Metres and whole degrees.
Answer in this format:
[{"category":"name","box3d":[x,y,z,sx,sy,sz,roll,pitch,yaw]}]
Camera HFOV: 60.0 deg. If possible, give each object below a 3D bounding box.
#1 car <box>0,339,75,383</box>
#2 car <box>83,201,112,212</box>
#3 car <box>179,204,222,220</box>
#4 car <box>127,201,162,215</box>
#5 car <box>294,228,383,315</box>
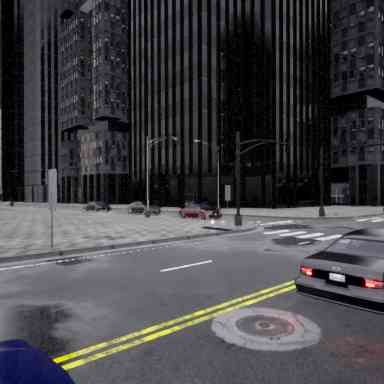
[{"category":"car","box3d":[-2.669,1.601,1.159,4.718,1.301,1.895,0,0,-42]},{"category":"car","box3d":[-12.934,1.944,45.168,2.033,1.411,5.357,0,0,-42]},{"category":"car","box3d":[0.687,1.750,29.951,1.994,1.385,4.181,0,0,-43]},{"category":"car","box3d":[-5.289,1.783,36.627,1.837,1.490,4.892,0,-1,-42]},{"category":"car","box3d":[4.415,1.547,7.517,5.357,1.411,2.033,0,0,-42]}]
